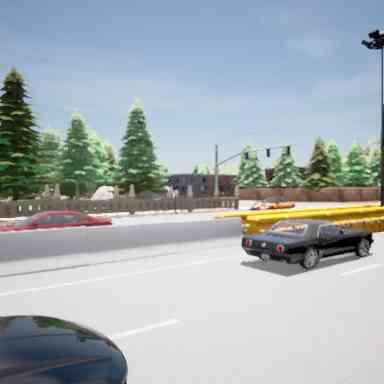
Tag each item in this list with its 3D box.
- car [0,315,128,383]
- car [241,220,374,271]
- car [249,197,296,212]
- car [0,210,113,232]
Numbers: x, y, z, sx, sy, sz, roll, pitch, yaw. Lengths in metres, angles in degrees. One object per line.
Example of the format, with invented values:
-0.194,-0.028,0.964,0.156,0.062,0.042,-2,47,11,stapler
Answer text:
-2.766,1.466,1.773,5.008,1.535,1.882,1,0,-36,car
3.918,1.551,10.821,4.718,1.301,1.895,-1,0,-35,car
7.413,1.237,30.551,4.553,1.767,2.097,-1,0,-35,car
-5.533,1.479,12.934,5.008,1.535,1.882,0,0,-35,car
